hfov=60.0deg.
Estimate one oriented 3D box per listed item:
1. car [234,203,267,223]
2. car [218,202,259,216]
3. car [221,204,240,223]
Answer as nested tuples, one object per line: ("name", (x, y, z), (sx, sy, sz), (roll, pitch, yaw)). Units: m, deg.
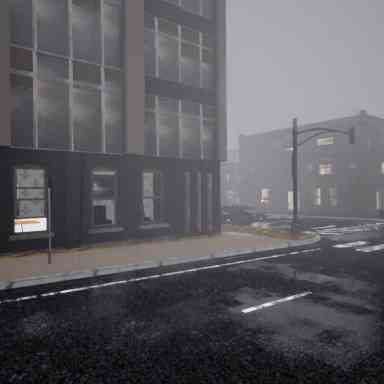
("car", (4.136, 1.880, 29.697), (2.033, 1.411, 5.357), (-1, 0, -37))
("car", (5.246, 1.920, 38.098), (2.008, 1.369, 4.403), (-2, 0, -37))
("car", (1.619, 1.935, 28.506), (1.947, 1.339, 4.313), (-2, 0, -37))
